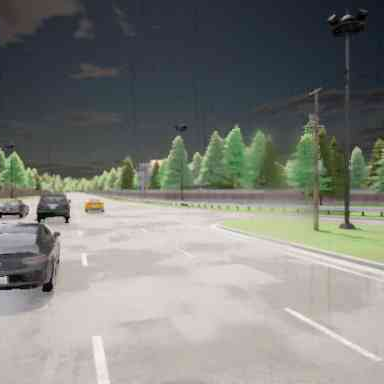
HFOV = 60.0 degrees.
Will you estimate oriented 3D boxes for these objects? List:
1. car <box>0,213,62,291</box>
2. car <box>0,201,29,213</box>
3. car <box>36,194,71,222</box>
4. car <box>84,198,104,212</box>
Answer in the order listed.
[{"bbox_3d":[-4.426,1.501,8.466,1.812,1.442,4.674,0,0,-20],"label":"car"},{"bbox_3d":[-15.511,1.464,29.016,2.033,1.411,5.357,0,0,-20],"label":"car"},{"bbox_3d":[-10.412,1.155,25.158,2.150,2.045,5.566,0,0,-20],"label":"car"},{"bbox_3d":[-10.965,1.388,37.083,1.882,1.535,5.008,0,0,-20],"label":"car"}]
